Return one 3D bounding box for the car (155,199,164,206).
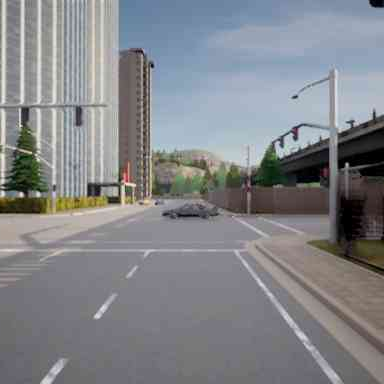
[{"bbox_3d":[-7.012,2.204,72.229,1.812,1.442,4.674,0,-1,0],"label":"car"}]

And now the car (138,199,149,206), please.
[{"bbox_3d":[-10.512,2.157,72.229,1.882,1.535,5.008,0,-1,0],"label":"car"}]

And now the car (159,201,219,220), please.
[{"bbox_3d":[-0.136,1.841,31.667,5.357,1.411,2.033,0,-1,0],"label":"car"}]
